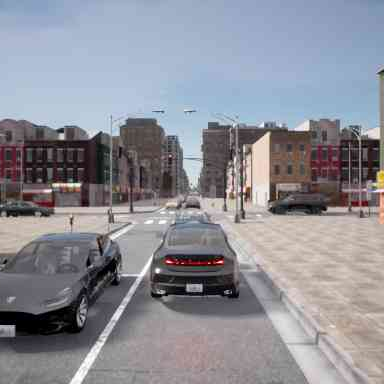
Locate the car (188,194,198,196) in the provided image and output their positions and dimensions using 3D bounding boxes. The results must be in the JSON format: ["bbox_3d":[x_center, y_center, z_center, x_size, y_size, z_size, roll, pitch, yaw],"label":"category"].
[{"bbox_3d":[0.134,1.631,78.145,1.882,1.535,5.008,0,0,0],"label":"car"}]

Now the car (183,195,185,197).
[{"bbox_3d":[-2.538,1.661,55.799,1.802,1.307,4.206,0,0,0],"label":"car"}]

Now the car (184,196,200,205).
[{"bbox_3d":[0.166,1.625,48.994,1.994,1.385,4.181,0,0,0],"label":"car"}]

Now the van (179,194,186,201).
[{"bbox_3d":[-2.479,1.537,89.432,1.690,1.788,3.998,0,0,0],"label":"van"}]

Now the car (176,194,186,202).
[{"bbox_3d":[-2.499,1.468,78.221,2.192,1.841,5.009,0,0,0],"label":"car"}]

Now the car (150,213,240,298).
[{"bbox_3d":[0.085,1.508,8.496,1.837,1.490,4.892,0,0,1],"label":"car"}]

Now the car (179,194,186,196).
[{"bbox_3d":[-2.519,1.554,67.010,1.967,1.590,4.097,0,0,0],"label":"car"}]

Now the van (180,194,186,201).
[{"bbox_3d":[-2.470,1.560,95.037,1.690,1.788,3.998,0,0,0],"label":"van"}]

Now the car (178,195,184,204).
[{"bbox_3d":[-2.547,1.609,50.193,1.887,1.381,4.507,0,0,0],"label":"car"}]

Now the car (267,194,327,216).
[{"bbox_3d":[10.227,1.235,32.385,5.566,2.045,2.150,0,0,0],"label":"car"}]

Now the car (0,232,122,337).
[{"bbox_3d":[-2.622,1.567,6.819,1.947,1.339,4.313,0,0,0],"label":"car"}]

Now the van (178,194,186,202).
[{"bbox_3d":[-2.489,1.515,83.827,1.690,1.788,3.998,0,0,0],"label":"van"}]

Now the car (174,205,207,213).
[{"bbox_3d":[0.059,1.610,17.707,1.895,1.301,4.718,0,0,1],"label":"car"}]

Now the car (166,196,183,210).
[{"bbox_3d":[-2.557,1.576,44.419,1.752,1.417,4.829,0,0,0],"label":"car"}]

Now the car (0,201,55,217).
[{"bbox_3d":[-14.713,1.542,29.512,4.892,1.490,1.837,0,0,0],"label":"car"}]
